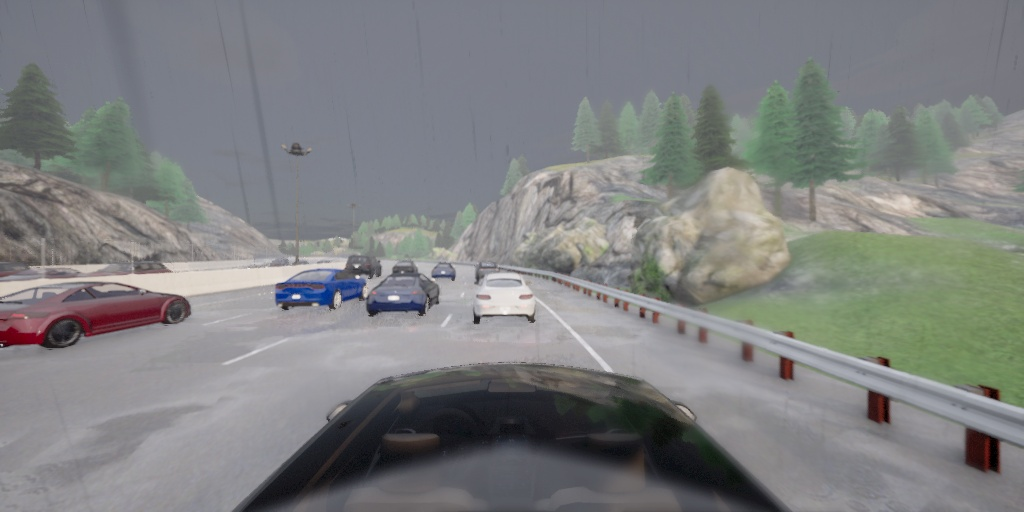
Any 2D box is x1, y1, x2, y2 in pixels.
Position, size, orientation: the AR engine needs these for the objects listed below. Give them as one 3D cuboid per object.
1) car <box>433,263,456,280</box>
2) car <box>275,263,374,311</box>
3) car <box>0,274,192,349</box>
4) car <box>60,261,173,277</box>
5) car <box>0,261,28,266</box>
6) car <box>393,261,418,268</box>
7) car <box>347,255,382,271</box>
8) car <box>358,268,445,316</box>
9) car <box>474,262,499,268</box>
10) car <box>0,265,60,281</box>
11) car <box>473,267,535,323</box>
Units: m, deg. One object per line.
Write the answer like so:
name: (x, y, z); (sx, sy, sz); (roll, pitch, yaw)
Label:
car: (-5.831, 1.287, 30.753); (1.994, 1.385, 4.181); (0, 0, -9)
car: (-7.483, 1.227, 14.610); (1.882, 1.535, 5.008); (0, 0, -4)
car: (-10.671, 1.328, 9.129); (1.994, 1.385, 4.181); (0, 0, -2)
car: (-22.310, 1.125, 20.787); (2.097, 1.767, 4.553); (0, 0, -7)
car: (-29.216, 1.143, 19.606); (2.097, 1.767, 4.553); (0, 0, -7)
car: (-9.690, 1.206, 32.770); (1.882, 1.535, 5.008); (0, 0, -9)
car: (-13.050, 0.959, 31.764); (2.150, 2.045, 5.566); (0, 0, -9)
car: (-3.898, 1.306, 13.444); (1.994, 1.385, 4.181); (0, 0, -4)
car: (-2.018, 1.208, 29.007); (2.128, 1.511, 4.902); (0, 0, -8)
car: (-25.710, 1.346, 19.727); (1.994, 1.385, 4.181); (0, 0, -7)
car: (-0.300, 1.262, 11.982); (1.812, 1.442, 4.674); (0, 0, -3)
